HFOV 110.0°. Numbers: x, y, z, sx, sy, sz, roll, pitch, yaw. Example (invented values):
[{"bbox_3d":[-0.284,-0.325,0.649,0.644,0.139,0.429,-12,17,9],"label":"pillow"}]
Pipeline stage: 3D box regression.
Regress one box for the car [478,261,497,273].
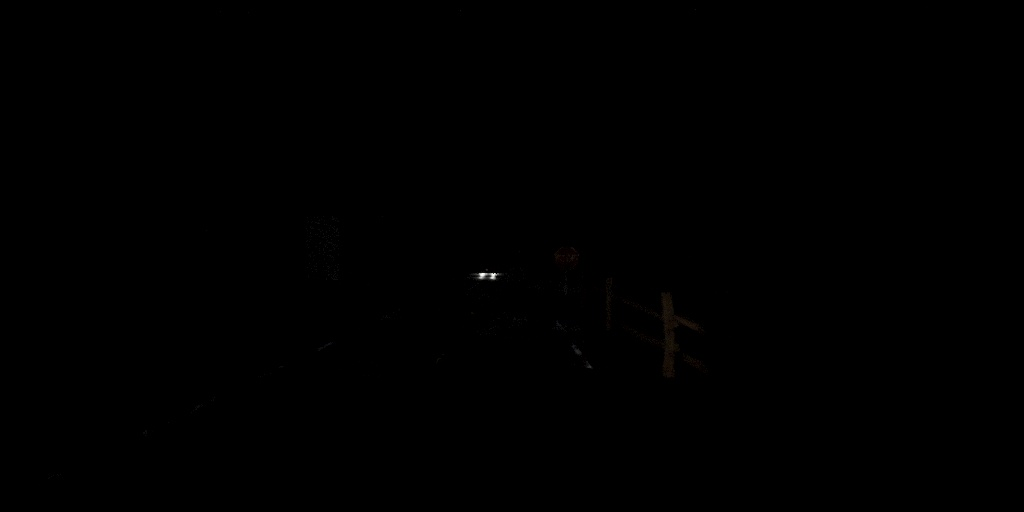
[{"bbox_3d":[-2.766,1.294,41.409,1.994,1.385,4.181,0,1,0],"label":"car"}]
